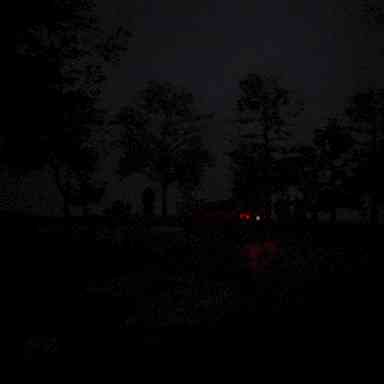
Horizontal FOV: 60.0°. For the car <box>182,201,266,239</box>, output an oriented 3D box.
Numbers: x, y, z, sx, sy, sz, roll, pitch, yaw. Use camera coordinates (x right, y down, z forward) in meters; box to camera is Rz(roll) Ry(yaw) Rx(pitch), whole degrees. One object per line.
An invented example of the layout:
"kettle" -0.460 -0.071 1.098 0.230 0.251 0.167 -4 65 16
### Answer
"car" 1.767 1.537 19.845 2.150 2.045 5.566 2 -2 -41
